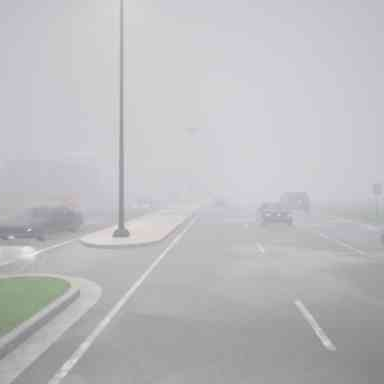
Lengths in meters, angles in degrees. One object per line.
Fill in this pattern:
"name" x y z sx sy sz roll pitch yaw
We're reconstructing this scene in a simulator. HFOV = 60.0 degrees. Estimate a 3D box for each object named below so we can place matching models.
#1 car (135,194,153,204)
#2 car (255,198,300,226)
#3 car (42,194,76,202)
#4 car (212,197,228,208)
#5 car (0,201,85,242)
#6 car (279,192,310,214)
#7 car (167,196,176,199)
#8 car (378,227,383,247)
"car" -7.323 1.053 50.780 1.882 1.535 5.008 0 0 6
"car" 5.323 1.388 22.041 2.033 1.411 5.357 0 0 5
"car" -12.611 1.064 31.404 2.097 1.767 4.553 0 0 5
"car" 3.500 1.287 40.966 1.895 1.301 4.718 0 0 5
"car" -6.975 1.399 15.905 2.033 1.411 5.357 0 0 5
"car" 9.726 0.997 31.989 2.150 2.045 5.566 0 0 5
"car" -3.228 0.721 56.637 2.128 1.511 4.902 0 0 5
"car" 7.839 1.541 10.473 1.895 1.301 4.718 0 0 5
